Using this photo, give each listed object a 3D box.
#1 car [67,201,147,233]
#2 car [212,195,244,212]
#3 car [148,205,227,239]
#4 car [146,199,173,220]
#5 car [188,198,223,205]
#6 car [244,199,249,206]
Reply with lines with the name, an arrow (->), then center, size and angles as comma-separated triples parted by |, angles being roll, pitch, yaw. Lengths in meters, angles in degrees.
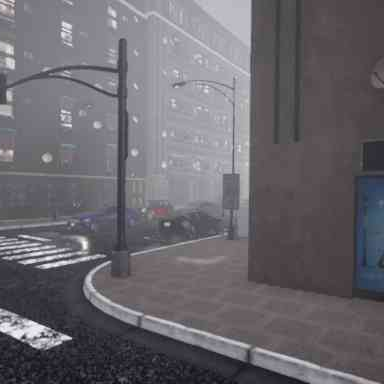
car -> -5.090, 1.484, 19.822 | 1.812, 1.442, 4.674 | 1, 1, 35
car -> 3.192, 1.219, 35.919 | 2.192, 1.841, 5.009 | 1, 1, 35
car -> 0.009, 1.596, 17.673 | 1.947, 1.339, 4.313 | 1, 1, 35
car -> -3.230, 1.357, 26.772 | 1.967, 1.590, 4.097 | 1, 1, 35
car -> 0.570, 1.473, 27.898 | 1.812, 1.442, 4.674 | 1, 1, 35
car -> 6.399, 1.478, 40.495 | 1.802, 1.307, 4.206 | 1, 1, 35
